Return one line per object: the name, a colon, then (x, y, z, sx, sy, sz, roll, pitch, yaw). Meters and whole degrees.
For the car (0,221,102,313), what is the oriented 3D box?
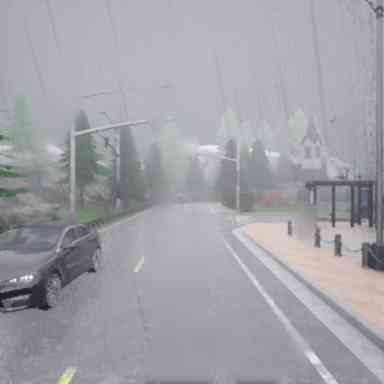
car: (-3.547, 1.497, 7.890, 2.128, 1.511, 4.902, 0, 0, 1)
